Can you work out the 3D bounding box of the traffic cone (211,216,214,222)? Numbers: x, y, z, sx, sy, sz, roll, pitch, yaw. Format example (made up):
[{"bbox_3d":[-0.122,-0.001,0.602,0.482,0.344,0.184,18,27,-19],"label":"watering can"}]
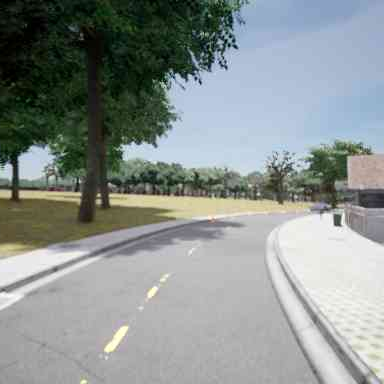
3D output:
[{"bbox_3d":[1.711,2.186,27.217,0.340,0.580,0.340,0,-1,23],"label":"traffic cone"}]

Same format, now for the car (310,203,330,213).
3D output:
[{"bbox_3d":[19.502,2.403,50.507,1.812,1.442,4.674,-1,-3,41],"label":"car"}]
